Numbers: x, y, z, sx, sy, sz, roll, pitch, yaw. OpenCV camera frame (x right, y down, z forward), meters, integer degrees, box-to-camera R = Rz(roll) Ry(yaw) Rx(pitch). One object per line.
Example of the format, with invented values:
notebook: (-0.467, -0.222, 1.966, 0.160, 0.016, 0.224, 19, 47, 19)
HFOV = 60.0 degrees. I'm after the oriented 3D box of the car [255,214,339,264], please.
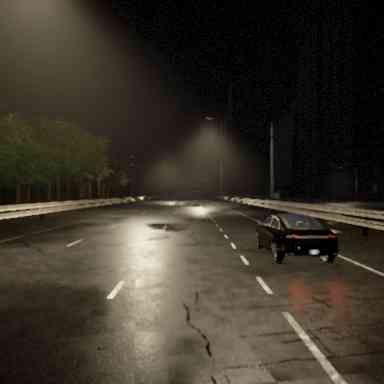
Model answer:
car: (3.512, 1.522, 11.967, 2.128, 1.511, 4.902, 0, 0, 0)
